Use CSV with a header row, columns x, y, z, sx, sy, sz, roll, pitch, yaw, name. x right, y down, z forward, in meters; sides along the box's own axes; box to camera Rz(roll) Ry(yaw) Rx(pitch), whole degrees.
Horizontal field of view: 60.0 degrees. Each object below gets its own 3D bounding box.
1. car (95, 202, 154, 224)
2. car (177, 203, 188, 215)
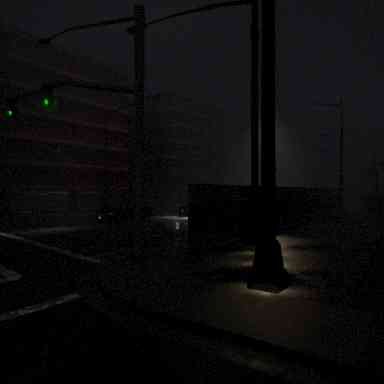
x,y,z,sx,sy,sz,roll,pitch,yaw,name
-4.911,1.491,24.772,2.128,1.511,4.902,0,0,35,car
0.527,1.505,32.516,1.837,1.490,4.892,0,0,35,car
